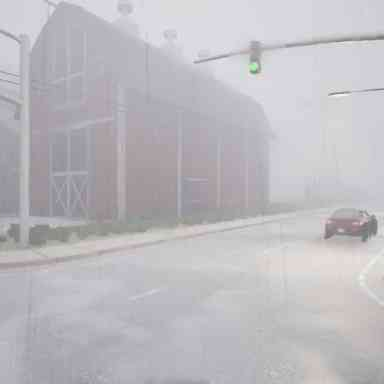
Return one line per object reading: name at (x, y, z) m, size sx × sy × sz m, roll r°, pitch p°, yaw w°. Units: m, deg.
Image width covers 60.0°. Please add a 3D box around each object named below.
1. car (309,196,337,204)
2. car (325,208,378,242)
car at (21.949, 1.482, 56.447) m, size 4.892 × 1.490 × 1.837 m, roll 0°, pitch 0°, yaw 40°
car at (8.018, 1.547, 16.663) m, size 1.812 × 1.442 × 4.674 m, roll 0°, pitch 0°, yaw 36°
